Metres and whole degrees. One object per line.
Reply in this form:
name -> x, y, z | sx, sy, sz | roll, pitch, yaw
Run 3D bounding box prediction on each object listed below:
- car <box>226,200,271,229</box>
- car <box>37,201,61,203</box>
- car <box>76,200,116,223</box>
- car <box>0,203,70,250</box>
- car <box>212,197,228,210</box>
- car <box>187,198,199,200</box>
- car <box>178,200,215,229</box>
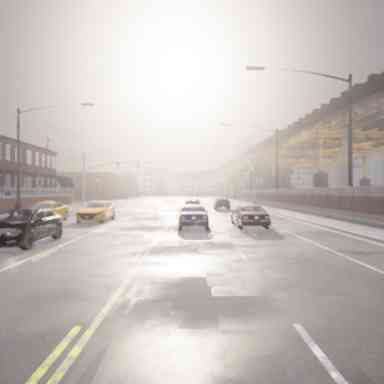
car -> 3.600, 1.489, 21.076 | 2.033, 1.411, 5.357 | 0, 0, 0
car -> -10.577, 1.409, 24.184 | 1.882, 1.535, 5.008 | 0, 0, 0
car -> -7.071, 1.408, 24.884 | 1.882, 1.535, 5.008 | 0, 0, 0
car -> -7.085, 1.450, 14.107 | 2.128, 1.511, 4.902 | 0, 0, 0
car -> 3.599, 1.391, 40.596 | 1.837, 1.490, 4.892 | 0, 0, 0
car -> 0.098, 1.384, 38.910 | 2.128, 1.511, 4.902 | 0, 0, 0
car -> 0.100, 1.489, 20.894 | 2.033, 1.411, 5.357 | 0, 0, 0
